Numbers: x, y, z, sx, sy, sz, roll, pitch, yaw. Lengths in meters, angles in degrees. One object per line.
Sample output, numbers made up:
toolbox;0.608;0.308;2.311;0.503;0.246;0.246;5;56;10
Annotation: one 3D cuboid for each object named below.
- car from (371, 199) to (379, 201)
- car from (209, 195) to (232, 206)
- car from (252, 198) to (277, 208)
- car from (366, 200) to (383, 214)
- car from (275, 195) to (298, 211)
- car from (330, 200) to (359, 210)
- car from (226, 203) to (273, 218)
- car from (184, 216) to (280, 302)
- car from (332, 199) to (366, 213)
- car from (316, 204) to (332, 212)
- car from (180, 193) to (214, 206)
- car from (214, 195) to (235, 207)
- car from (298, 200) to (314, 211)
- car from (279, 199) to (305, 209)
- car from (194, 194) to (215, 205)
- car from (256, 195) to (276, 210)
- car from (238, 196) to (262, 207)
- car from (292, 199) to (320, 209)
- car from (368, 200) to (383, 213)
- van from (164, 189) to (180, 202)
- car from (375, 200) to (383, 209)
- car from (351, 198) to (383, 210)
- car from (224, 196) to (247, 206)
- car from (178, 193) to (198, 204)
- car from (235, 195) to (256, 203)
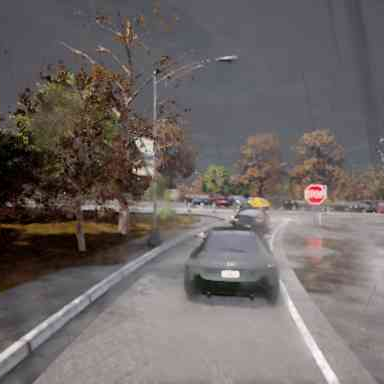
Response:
car;29.897;2.395;50.078;2.185;1.767;4.553;2;0;-16
car;4.777;1.373;56.347;2.163;1.488;4.792;4;0;-16
car;12.692;1.832;58.606;2.163;1.488;4.792;3;0;-16
car;24.561;2.347;48.454;2.163;1.488;4.792;2;0;-16
car;11.200;1.397;44.597;2.435;2.045;5.566;3;0;-16
car;28.785;2.466;63.156;1.946;1.575;5.366;2;0;-16
car;3.312;1.545;18.455;1.812;1.442;4.674;0;0;16
car;1.043;1.539;8.349;1.994;1.385;4.181;0;0;9
car;21.895;2.077;47.670;2.185;1.767;4.553;3;0;-16
car;16.536;1.977;46.104;2.163;1.488;4.792;3;0;-16
car;0.528;0.978;41.412;2.163;1.488;4.792;4;0;-16
car;3.177;1.159;42.249;2.163;1.488;4.792;4;0;-16
car;13.868;1.804;45.345;2.231;1.521;4.892;3;0;-16
car;18.038;2.059;60.197;2.097;1.535;5.008;3;0;-16
car;1.995;1.202;55.505;2.002;1.452;4.674;4;0;-16
car;8.519;1.483;43.779;2.097;1.535;5.008;3;0;-16
car;10.089;1.659;58.067;1.946;1.575;5.366;3;0;-16
car;20.836;2.180;61.016;2.231;1.521;4.892;3;0;-16
car;27.218;2.452;49.293;2.163;1.488;4.792;2;0;-16
van;-3.179;0.585;53.850;1.878;1.987;4.442;4;0;-16
car;39.434;2.615;66.498;2.185;1.767;4.553;1;0;-16
car;34.083;2.369;64.927;2.435;2.045;5.566;1;0;-16
car;7.410;1.504;57.282;1.946;1.575;5.366;3;0;-16
car;-0.672;1.021;54.723;2.002;1.452;4.674;4;0;-16
car;5.854;1.184;43.035;2.185;1.767;4.553;4;0;-16
